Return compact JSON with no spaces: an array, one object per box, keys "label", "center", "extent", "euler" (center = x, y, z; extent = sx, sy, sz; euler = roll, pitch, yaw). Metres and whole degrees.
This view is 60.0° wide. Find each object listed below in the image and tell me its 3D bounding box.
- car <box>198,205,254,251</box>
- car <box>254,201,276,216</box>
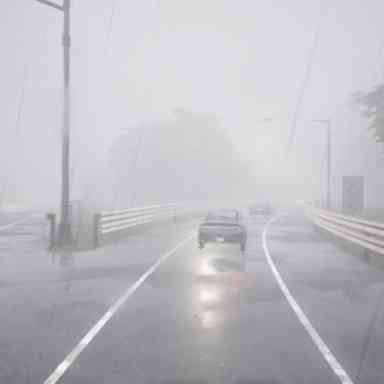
[{"label":"car","center":[1.454,1.499,14.346],"extent":[2.128,1.511,4.902],"euler":[0,0,10]},{"label":"car","center":[6.988,1.589,32.650],"extent":[1.994,1.385,4.181],"euler":[0,0,23]}]
